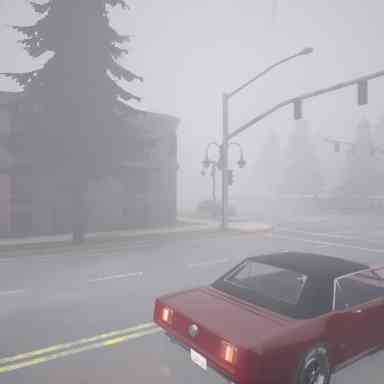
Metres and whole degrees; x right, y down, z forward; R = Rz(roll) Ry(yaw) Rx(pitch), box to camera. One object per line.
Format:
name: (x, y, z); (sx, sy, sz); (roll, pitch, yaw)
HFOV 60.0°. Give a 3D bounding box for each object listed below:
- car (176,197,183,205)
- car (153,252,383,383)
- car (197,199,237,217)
car: (-3.374, 1.526, 60.065); (1.812, 1.442, 4.674); (0, 0, -33)
car: (1.919, 1.601, 5.001); (4.718, 1.301, 1.895); (0, 0, -34)
car: (2.321, 1.505, 31.985); (1.837, 1.490, 4.892); (0, 0, -33)
